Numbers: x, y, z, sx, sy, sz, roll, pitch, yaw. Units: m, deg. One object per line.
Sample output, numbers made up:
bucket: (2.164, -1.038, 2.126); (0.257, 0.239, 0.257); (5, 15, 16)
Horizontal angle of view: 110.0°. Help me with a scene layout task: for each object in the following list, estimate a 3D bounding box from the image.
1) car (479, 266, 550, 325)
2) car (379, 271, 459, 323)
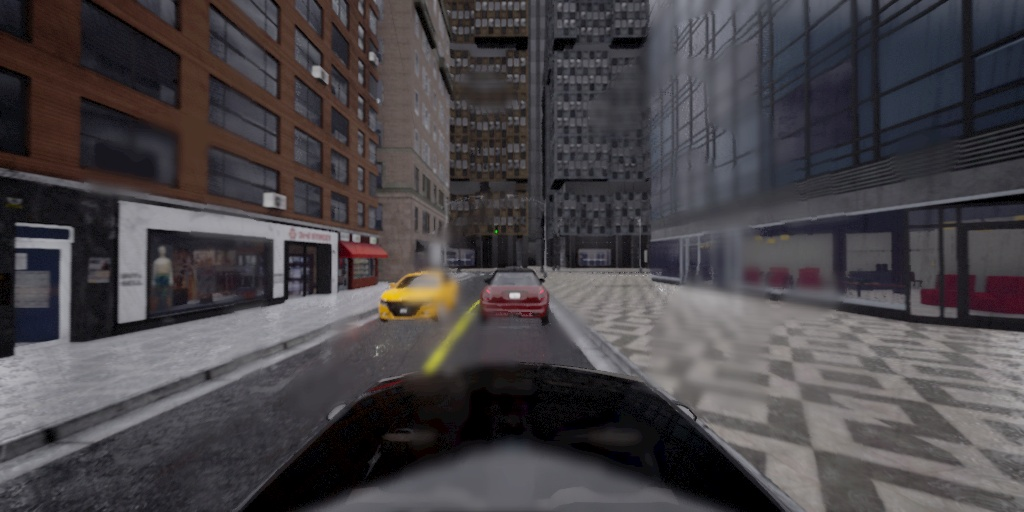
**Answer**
car: (0.092, 1.185, 12.401); (2.097, 1.767, 4.553); (0, -1, 0)
car: (-3.097, 1.315, 12.791); (1.882, 1.535, 5.008); (0, 0, 0)
